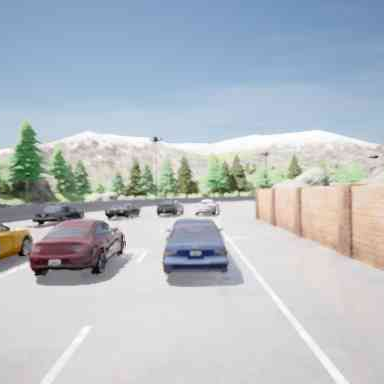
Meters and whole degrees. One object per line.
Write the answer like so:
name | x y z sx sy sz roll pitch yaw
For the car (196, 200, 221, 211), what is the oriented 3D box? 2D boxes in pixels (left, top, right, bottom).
car | 1.668 1.520 33.451 1.812 1.442 4.674 -1 0 14

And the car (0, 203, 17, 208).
car | -19.924 1.853 33.615 2.033 1.411 5.357 -1 0 10

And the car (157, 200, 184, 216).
car | -2.057 1.540 32.949 2.128 1.511 4.902 -1 0 12

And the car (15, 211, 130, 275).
car | -3.416 1.580 10.574 1.812 1.442 4.674 -1 0 0

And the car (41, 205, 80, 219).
car | -10.157 1.706 25.672 2.033 1.411 5.357 -1 0 4

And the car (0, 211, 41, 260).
car | -6.915 1.582 10.461 1.882 1.535 5.008 -1 0 0

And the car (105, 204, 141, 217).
car | -6.125 1.705 30.178 1.895 1.301 4.718 -1 0 8

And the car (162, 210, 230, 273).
car | 0.083 1.552 10.680 2.033 1.411 5.357 -1 0 0
